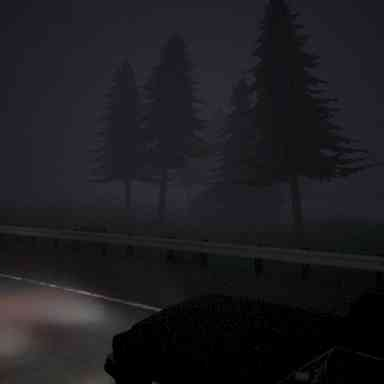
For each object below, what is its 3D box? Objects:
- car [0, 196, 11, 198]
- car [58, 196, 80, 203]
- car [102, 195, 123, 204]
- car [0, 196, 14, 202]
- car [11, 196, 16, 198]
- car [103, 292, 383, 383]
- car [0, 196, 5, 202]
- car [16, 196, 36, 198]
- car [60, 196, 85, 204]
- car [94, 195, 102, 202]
[{"bbox_3d":[-36.960,1.525,61.903,2.128,1.511,4.902,0,0,17],"label":"car"},{"bbox_3d":[-25.051,1.500,67.817,2.128,1.511,4.902,0,0,6],"label":"car"},{"bbox_3d":[-14.905,1.351,63.967,2.097,1.767,4.553,0,0,11],"label":"car"},{"bbox_3d":[-41.872,1.595,73.841,1.895,1.301,4.718,0,0,6],"label":"car"},{"bbox_3d":[-38.538,1.525,72.126,2.128,1.511,4.902,0,0,10],"label":"car"},{"bbox_3d":[1.462,1.601,2.725,4.718,1.301,1.895,0,0,35],"label":"car"},{"bbox_3d":[-45.192,1.552,76.366,1.994,1.385,4.181,0,0,6],"label":"car"},{"bbox_3d":[-35.012,1.540,72.020,2.033,1.411,5.357,0,0,6],"label":"car"},{"bbox_3d":[-22.180,1.506,62.966,1.837,1.490,4.892,1,1,12],"label":"car"},{"bbox_3d":[-17.929,1.351,66.923,2.097,1.767,4.553,0,0,9],"label":"car"}]
